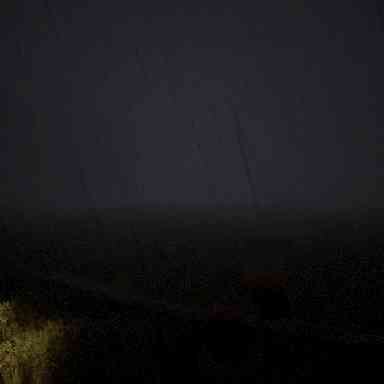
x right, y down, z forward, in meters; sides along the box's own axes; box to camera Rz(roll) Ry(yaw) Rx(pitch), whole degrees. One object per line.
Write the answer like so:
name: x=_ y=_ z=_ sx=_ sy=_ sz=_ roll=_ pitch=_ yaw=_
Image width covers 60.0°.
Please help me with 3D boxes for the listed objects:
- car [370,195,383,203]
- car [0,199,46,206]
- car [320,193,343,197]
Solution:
car: x=39.005 y=1.494 z=67.926 sx=4.611 sy=1.667 sz=2.242 roll=0 pitch=0 yaw=35
car: x=-17.983 y=1.402 z=34.597 sx=2.033 sy=1.411 sz=5.357 roll=0 pitch=0 yaw=38
car: x=36.055 y=1.242 z=86.989 sx=4.605 sy=1.855 sz=1.932 roll=0 pitch=0 yaw=35
